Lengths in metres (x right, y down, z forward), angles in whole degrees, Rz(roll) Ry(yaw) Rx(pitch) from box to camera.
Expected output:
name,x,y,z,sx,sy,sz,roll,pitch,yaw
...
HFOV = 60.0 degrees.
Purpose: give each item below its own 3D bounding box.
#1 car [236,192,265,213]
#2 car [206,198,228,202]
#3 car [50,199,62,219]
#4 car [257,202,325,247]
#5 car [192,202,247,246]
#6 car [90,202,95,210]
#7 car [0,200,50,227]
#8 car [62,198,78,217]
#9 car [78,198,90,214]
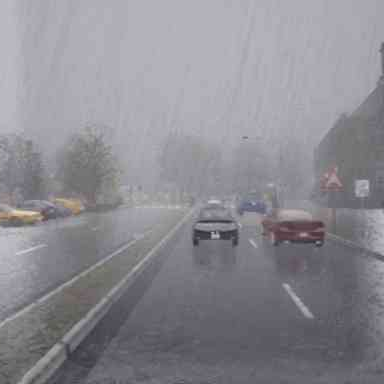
name,x,y,z,sx,sy,sz,roll,pitch,yaw
car,5.229,1.019,29.822,2.150,2.045,5.566,0,1,4
car,1.984,1.306,29.993,1.812,1.442,4.674,0,1,4
car,-12.778,1.468,24.948,4.792,1.488,2.163,0,0,4
car,4.286,1.417,14.783,1.882,1.535,5.008,0,0,4
car,1.042,1.438,14.991,2.128,1.511,4.902,0,0,4
car,-12.212,1.348,33.187,4.892,1.521,2.231,0,1,4
car,-12.741,1.458,22.180,5.366,1.575,1.946,0,0,4
car,-12.578,1.410,27.691,4.892,1.521,2.231,0,1,4
car,-12.390,1.379,30.438,5.008,1.535,2.097,0,1,4
